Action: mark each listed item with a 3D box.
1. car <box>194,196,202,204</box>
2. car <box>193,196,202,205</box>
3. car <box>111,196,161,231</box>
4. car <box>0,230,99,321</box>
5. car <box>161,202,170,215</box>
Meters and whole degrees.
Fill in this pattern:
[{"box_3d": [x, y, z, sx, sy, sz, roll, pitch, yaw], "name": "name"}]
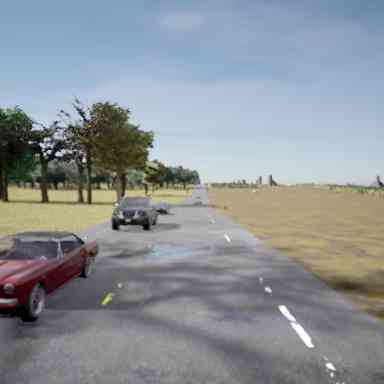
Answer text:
[{"box_3d": [1.724, 2.238, 94.888, 2.150, 2.045, 5.566, 0, 0, 2], "name": "car"}, {"box_3d": [1.310, 2.481, 84.862, 1.812, 1.442, 4.674, 0, -1, 2], "name": "car"}, {"box_3d": [-3.538, 1.289, 21.320, 2.150, 2.045, 5.566, 0, -1, 0], "name": "car"}, {"box_3d": [-3.598, 1.598, 7.366, 1.895, 1.301, 4.718, 0, 0, 0], "name": "car"}, {"box_3d": [-3.526, 1.826, 37.495, 2.033, 1.411, 5.357, 0, -1, 0], "name": "car"}]
